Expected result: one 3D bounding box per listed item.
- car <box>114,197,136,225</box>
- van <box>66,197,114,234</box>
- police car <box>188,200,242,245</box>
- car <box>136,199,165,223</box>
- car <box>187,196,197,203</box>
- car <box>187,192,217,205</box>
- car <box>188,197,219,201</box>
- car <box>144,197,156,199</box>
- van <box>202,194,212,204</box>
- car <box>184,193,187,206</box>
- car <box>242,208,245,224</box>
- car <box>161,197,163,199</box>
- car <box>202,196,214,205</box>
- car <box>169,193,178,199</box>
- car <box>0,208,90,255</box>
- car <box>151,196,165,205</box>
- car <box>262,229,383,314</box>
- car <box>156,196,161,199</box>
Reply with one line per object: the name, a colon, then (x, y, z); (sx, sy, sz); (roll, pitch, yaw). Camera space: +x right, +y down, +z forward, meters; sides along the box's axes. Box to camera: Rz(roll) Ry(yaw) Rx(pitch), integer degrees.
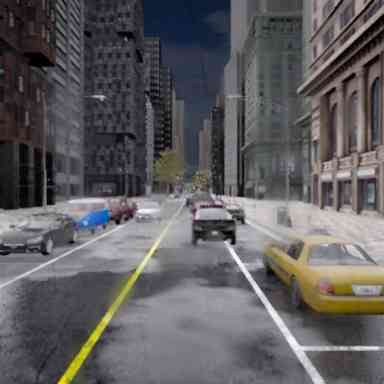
car: (-5.775, 1.267, 23.994); (2.192, 1.841, 5.009); (0, 0, 0)
van: (-5.772, 1.304, 18.469); (1.690, 1.788, 3.998); (0, 0, 0)
police car: (0.896, 1.394, 15.554); (1.930, 1.638, 5.238); (0, 0, 0)
car: (-3.104, 1.475, 25.329); (1.812, 1.442, 4.674); (0, 0, 0)
car: (-0.018, 1.440, 66.653); (1.994, 1.385, 4.181); (0, 0, 0)
car: (0.892, 1.162, 31.474); (2.150, 2.045, 5.566); (0, 0, 0)
car: (0.821, 1.427, 25.433); (1.882, 1.535, 5.008); (0, 0, -1)
car: (-5.783, 1.445, 40.401); (1.752, 1.417, 4.829); (0, 0, 0)
van: (2.763, 1.219, 62.656); (1.690, 1.788, 3.998); (0, 0, 0)
car: (-0.013, 1.403, 51.906); (1.837, 1.490, 4.892); (0, 0, 0)
car: (2.767, 1.503, 23.981); (2.008, 1.369, 4.403); (0, 0, 0)
car: (-5.789, 1.442, 51.621); (1.887, 1.381, 4.507); (0, 0, 0)
car: (2.763, 1.432, 57.131); (1.887, 1.381, 4.507); (0, 0, 0)
car: (-5.792, 1.358, 95.070); (1.752, 1.417, 4.829); (0, 0, 0)
car: (-5.770, 1.525, 12.943); (2.008, 1.369, 4.403); (0, 0, 0)
car: (-5.792, 1.432, 57.147); (1.887, 1.381, 4.507); (0, 0, 0)
car: (2.769, 1.510, 7.576); (1.752, 1.417, 4.829); (0, 0, 0)
car: (-5.786, 1.453, 46.096); (1.887, 1.381, 4.507); (0, 0, 0)
